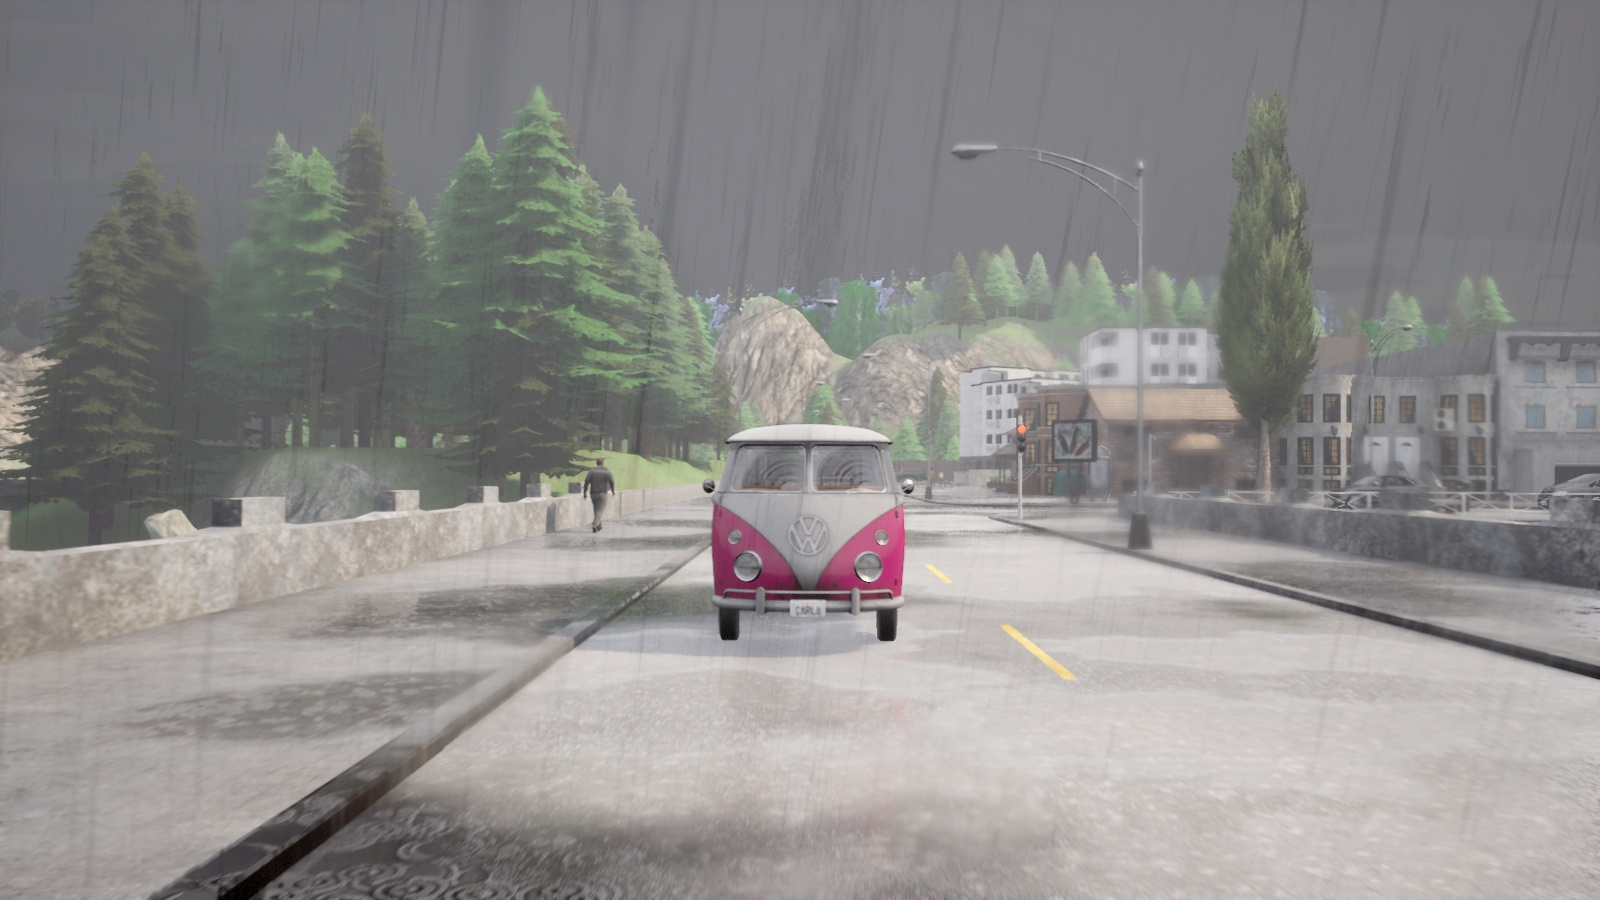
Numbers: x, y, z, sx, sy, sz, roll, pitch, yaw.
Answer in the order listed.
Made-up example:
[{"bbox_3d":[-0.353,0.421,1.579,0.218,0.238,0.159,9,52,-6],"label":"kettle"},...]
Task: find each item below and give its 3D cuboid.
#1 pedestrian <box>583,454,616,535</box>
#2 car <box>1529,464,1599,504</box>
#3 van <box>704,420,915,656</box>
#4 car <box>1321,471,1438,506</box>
[{"bbox_3d":[-4.708,1.040,29.480,0.563,1.883,0.849,0,-1,5],"label":"pedestrian"},{"bbox_3d":[34.260,1.440,53.927,4.611,1.667,2.242,0,-1,0],"label":"car"},{"bbox_3d":[0.099,0.785,12.849,1.775,1.987,4.442,0,-1,0],"label":"van"},{"bbox_3d":[24.883,1.646,53.997,4.193,1.474,1.816,0,-1,0],"label":"car"}]
